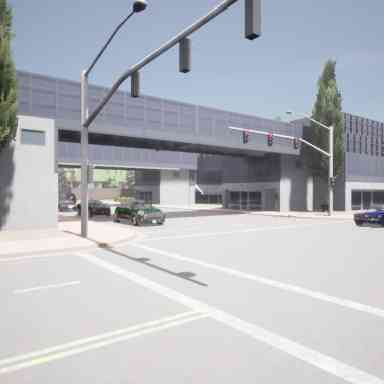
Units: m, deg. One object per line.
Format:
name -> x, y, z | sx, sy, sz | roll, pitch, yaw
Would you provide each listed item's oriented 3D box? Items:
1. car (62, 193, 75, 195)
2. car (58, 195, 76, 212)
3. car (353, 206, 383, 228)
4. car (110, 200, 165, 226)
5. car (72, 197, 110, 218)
car -> -23.664, 1.221, 63.089 | 2.150, 2.045, 5.566 | 0, 0, -36
car -> -14.800, 1.491, 38.710 | 2.128, 1.511, 4.902 | 0, 0, -36
car -> 12.713, 1.601, 22.179 | 4.718, 1.301, 1.895 | 0, 0, -37
car -> -3.771, 1.352, 23.552 | 2.097, 1.767, 4.553 | 0, 0, -36
car -> -9.220, 1.478, 31.038 | 1.882, 1.535, 5.008 | 0, 0, -36
